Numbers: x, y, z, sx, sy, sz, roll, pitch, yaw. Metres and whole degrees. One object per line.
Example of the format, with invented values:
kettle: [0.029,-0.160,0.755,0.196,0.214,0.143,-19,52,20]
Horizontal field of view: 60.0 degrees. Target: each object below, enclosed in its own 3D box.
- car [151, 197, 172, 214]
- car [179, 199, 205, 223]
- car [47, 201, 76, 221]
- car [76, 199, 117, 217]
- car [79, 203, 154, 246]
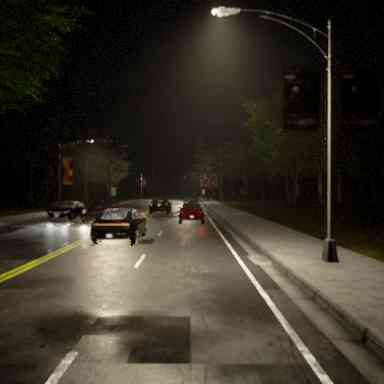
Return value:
car: [-3.327,1.351,35.630,2.097,1.767,4.553,0,0,0]
car: [-0.030,1.529,25.161,1.812,1.442,4.674,0,0,0]
car: [-9.984,1.476,26.952,2.128,1.511,4.902,0,0,0]
car: [-6.726,1.342,25.110,2.097,1.767,4.553,0,0,0]
car: [-3.230,1.486,15.371,2.128,1.511,4.902,0,0,0]
